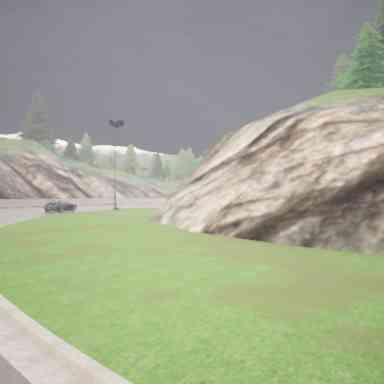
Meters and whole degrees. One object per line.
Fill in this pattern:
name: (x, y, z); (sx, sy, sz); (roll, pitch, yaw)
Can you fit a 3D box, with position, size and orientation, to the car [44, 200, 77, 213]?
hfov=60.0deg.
car: (-15.729, 1.731, 40.005); (2.128, 1.511, 4.902); (0, 0, 9)
